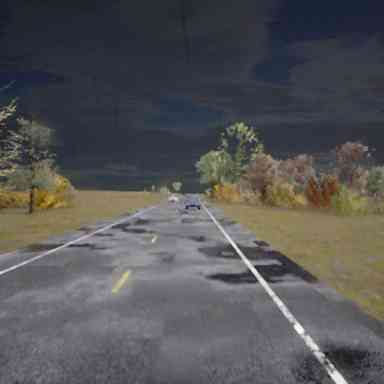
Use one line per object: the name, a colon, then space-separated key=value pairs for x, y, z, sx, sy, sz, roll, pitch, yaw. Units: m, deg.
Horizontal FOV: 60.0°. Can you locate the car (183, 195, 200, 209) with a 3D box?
car: x=0.102 y=1.449 z=43.478 sx=2.033 sy=1.411 sz=5.357 roll=0 pitch=0 yaw=0

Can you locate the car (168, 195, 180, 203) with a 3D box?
car: x=-3.521 y=1.384 z=63.820 sx=1.812 sy=1.442 sz=4.674 roll=0 pitch=0 yaw=1
